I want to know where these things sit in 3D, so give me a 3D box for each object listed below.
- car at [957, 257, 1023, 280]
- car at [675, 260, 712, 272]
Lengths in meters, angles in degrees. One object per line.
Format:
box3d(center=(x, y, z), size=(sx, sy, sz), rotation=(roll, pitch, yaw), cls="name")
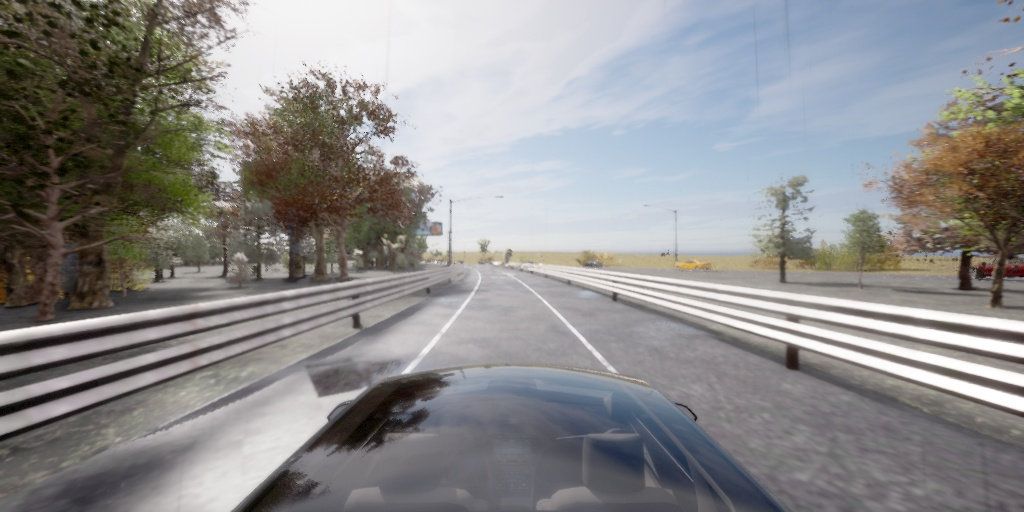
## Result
box3d(center=(36.293, 0.838, 26.299), size=(2.097, 1.767, 4.553), rotation=(0, 0, -26), cls="car")
box3d(center=(25.065, 1.287, 49.795), size=(1.882, 1.535, 5.008), rotation=(0, -1, -26), cls="car")
